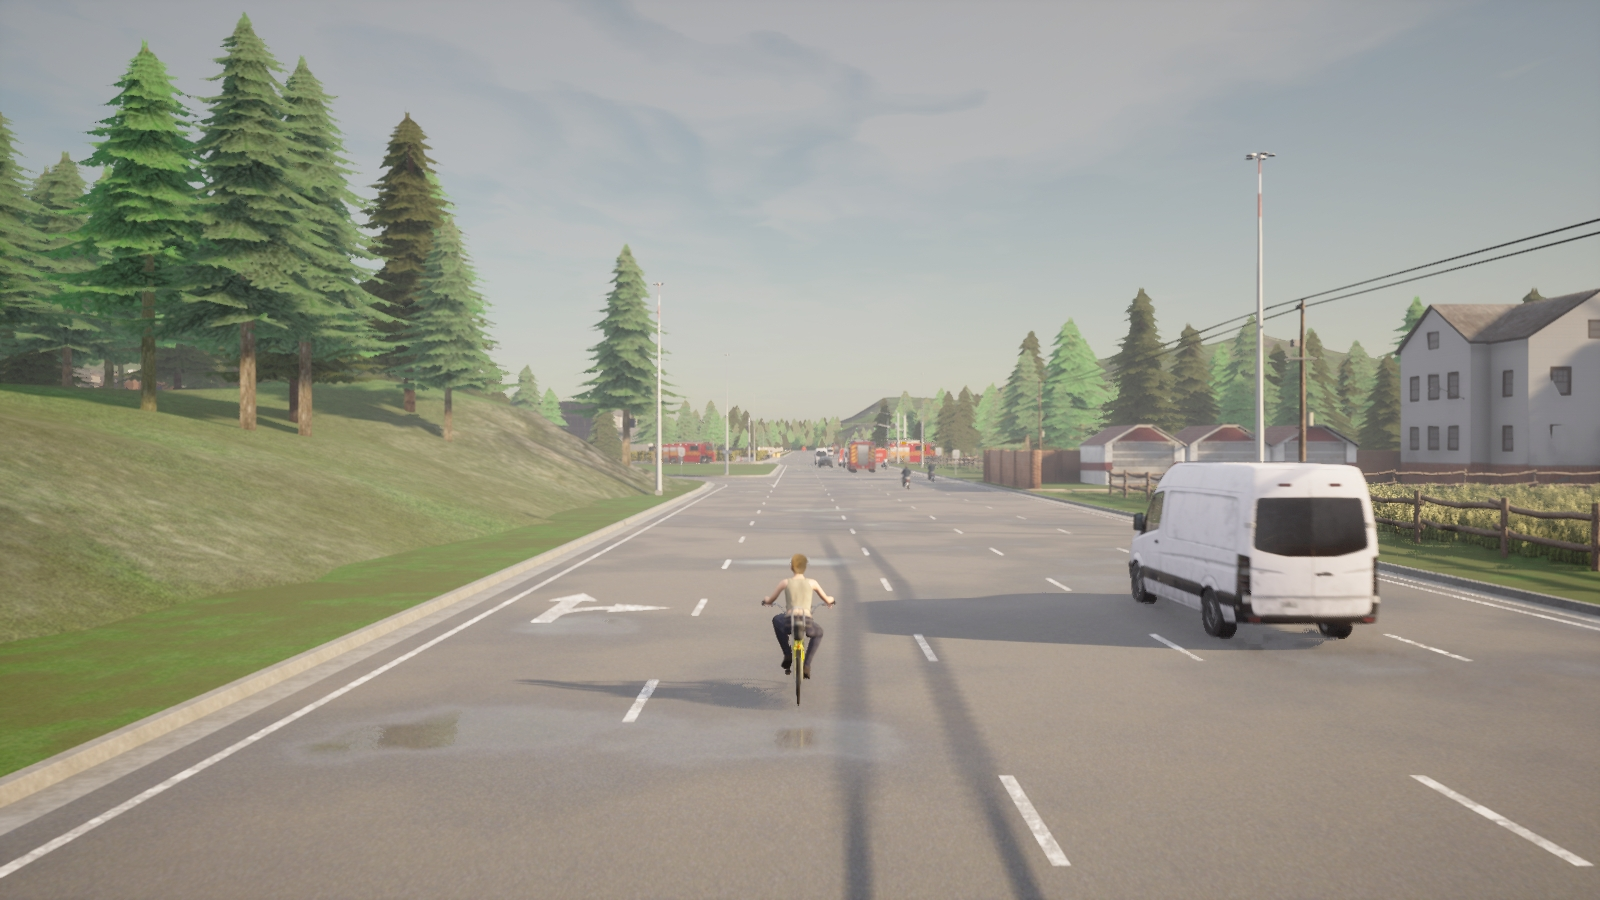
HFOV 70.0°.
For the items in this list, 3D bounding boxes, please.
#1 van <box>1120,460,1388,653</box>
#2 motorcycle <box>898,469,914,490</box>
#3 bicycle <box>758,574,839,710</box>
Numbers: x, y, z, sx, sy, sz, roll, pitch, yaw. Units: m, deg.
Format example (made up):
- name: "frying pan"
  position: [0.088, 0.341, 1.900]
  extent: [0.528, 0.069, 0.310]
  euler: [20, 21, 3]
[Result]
- name: "van"
  position: [7.004, 1.478, 18.513]
  extent: [1.988, 2.561, 5.915]
  euler: [0, 0, 0]
- name: "motorcycle"
  position: [6.933, 1.927, 74.512]
  extent: [0.856, 1.316, 1.805]
  euler: [0, 0, 0]
- name: "bicycle"
  position: [-0.015, 2.117, 12.847]
  extent: [0.859, 1.276, 1.487]
  euler: [0, 0, 0]
